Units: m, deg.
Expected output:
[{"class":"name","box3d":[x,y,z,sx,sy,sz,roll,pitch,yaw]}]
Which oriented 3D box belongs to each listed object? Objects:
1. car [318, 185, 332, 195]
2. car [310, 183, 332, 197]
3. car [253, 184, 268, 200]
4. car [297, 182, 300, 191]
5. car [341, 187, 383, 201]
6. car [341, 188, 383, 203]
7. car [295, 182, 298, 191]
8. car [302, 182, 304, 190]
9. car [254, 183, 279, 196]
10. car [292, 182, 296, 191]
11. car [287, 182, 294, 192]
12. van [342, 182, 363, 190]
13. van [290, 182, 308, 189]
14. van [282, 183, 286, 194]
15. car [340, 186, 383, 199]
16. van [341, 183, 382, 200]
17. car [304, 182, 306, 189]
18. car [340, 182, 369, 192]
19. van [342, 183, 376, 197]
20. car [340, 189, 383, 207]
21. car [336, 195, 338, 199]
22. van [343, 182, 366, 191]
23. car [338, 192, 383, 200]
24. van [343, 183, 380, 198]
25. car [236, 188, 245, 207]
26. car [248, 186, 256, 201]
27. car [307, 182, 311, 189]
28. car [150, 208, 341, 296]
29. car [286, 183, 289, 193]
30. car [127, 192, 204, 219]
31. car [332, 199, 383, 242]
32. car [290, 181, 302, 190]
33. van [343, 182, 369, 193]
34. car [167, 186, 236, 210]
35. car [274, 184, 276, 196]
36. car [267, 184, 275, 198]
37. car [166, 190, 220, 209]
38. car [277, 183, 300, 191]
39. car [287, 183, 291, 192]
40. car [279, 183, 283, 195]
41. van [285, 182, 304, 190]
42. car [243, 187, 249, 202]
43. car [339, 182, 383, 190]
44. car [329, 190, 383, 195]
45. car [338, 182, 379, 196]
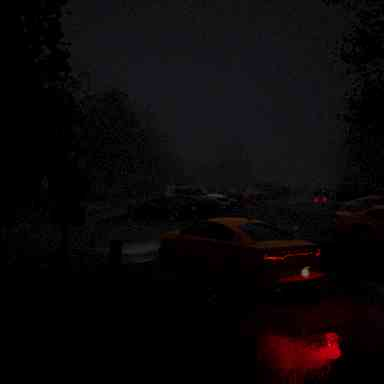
[{"class":"car","box3d":[22.693,-0.404,56.659,1.882,1.535,5.008,1,2,24]},{"class":"car","box3d":[18.427,-0.060,47.294,2.128,1.511,4.902,1,2,24]},{"class":"car","box3d":[5.931,0.212,39.943,5.366,1.575,1.946,1,3,24]},{"class":"car","box3d":[18.692,-0.792,67.525,4.892,1.521,2.231,1,2,24]},{"class":"car","box3d":[20.255,0.252,39.323,4.792,1.488,2.163,1,2,24]},{"class":"car","box3d":[19.162,0.348,36.923,4.792,1.488,2.163,1,3,24]},{"class":"car","box3d":[17.553,-0.703,64.995,4.892,1.521,2.231,1,2,24]},{"class":"car","box3d":[22.119,-1.185,75.106,4.553,1.767,2.185,1,2,24]},{"class":"car","box3d":[9.526,-0.205,47.306,4.553,1.767,2.185,1,2,24]},{"class":"car","box3d":[16.228,-0.621,62.549,5.366,1.575,1.946,1,2,24]},{"class":"car","box3d":[15.220,-0.497,59.960,4.792,1.488,2.163,1,2,24]},{"class":"van","box3d":[38.540,-1.436,79.808,4.442,1.987,1.878,1,2,24]},{"class":"van","box3d":[28.936,-1.745,90.277,4.442,1.987,1.878,1,1,24]},{"class":"van","box3d":[11.903,-0.484,52.315,4.442,1.987,1.878,1,2,24]},{"class":"car","box3d":[22.528,0.036,44.369,5.008,1.535,2.097,1,2,24]},{"class":"van","box3d":[21.270,-0.099,41.874,4.442,1.987,1.878,1,2,24]},{"class":"car","box3d":[23.293,-1.148,77.626,5.008,1.535,2.097,1,2,24]},{"class":"car","box3d":[35.174,-1.194,72.204,5.566,2.045,2.435,1,2,24]},{"class":"van","box3d":[24.712,-0.368,49.450,4.442,1.987,1.878,1,2,24]},{"class":"car","box3d":[16.763,0.569,31.796,4.792,1.488,2.163,1,3,24]},{"class":"car","box3d":[11.024,1.133,19.204,4.792,1.488,2.163,1,3,24]},{"class":"van","box3d":[36.454,-1.255,74.665,4.442,1.987,1.878,1,2,24]},{"class":"car","box3d":[9.983,1.086,16.767,4.553,1.767,2.185,1,3,24]},{"class":"van","box3d":[23.777,-0.276,46.834,4.442,1.987,1.878,1,2,24]},{"class":"car","box3d":[1.618,0.672,29.583,5.366,1.575,1.946,1,3,24]},{"class":"car","box3d":[3.581,0.440,34.785,5.366,1.575,1.946,1,3,24]},{"class":"car","box3d":[26.775,-1.665,85.178,5.566,2.045,2.435,1,2,24]},{"class":"car","box3d":[0.898,1.383,8.501,1.882,1.535,5.008,2,-1,-31]},{"class":"car","box3d":[12.920,-0.320,54.910,4.792,1.488,2.163,1,2,24]},{"class":"car","box3d":[-2.028,1.040,22.101,4.792,1.488,2.163,1,3,24]},{"class":"car","box3d":[8.802,1.323,14.267,5.008,1.535,2.097,1,3,24]},{"class":"car","box3d":[19.679,-0.887,70.124,5.366,1.575,1.946,1,2,24]},{"class":"van","box3d":[31.863,-0.900,64.586,4.442,1.987,1.878,1,2,24]},{"class":"car","box3d":[0.324,0.534,27.113,5.566,2.045,2.435,1,3,24]},{"class":"car","box3d":[8.340,0.016,44.798,4.892,1.521,2.231,1,3,24]},{"class":"car","box3d":[7.368,0.116,42.202,5.366,1.575,1.946,1,3,24]},{"class":"car","box3d":[-0.846,0.898,24.609,5.008,1.535,2.097,1,3,24]},{"class":"car","box3d":[20.969,-1.096,72.581,4.553,1.767,2.185,1,2,24]},{"class":"car","box3d":[14.070,-0.408,57.435,4.792,1.488,2.163,1,2,24]},{"class":"car","box3d":[10.673,-0.141,49.835,4.792,1.488,2.163,1,2,24]},{"class":"van","box3d":[25.492,-1.553,82.714,4.442,1.987,1.878,1,2,24]},{"class":"car","box3d":[2.605,0.560,32.182,4.892,1.521,2.231,1,3,24]},{"class":"car","box3d":[15.666,0.402,29.242,5.566,2.045,2.435,1,3,24]},{"class":"car","box3d":[13.177,0.872,24.305,5.366,1.575,1.946,1,3,24]},{"class":"car","box3d":[25.940,-0.481,51.932,5.566,2.045,2.435,1,2,24]}]
